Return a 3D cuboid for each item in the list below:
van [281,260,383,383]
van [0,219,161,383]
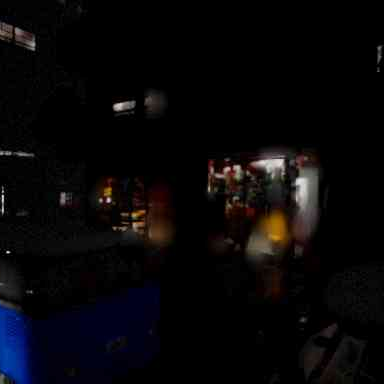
[{"bbox_3d":[2.276,1.345,1.241,3.998,1.788,1.690,0,1,35],"label":"van"},{"bbox_3d":[-2.290,1.325,4.488,3.998,1.788,1.690,0,1,35],"label":"van"}]
